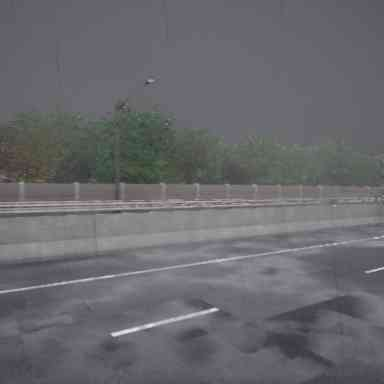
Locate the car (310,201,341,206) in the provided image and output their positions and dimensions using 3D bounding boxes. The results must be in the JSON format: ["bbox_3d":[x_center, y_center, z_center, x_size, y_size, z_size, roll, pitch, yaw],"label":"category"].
[{"bbox_3d":[11.311,1.511,28.350,5.357,1.411,2.033,0,0,-34],"label":"car"}]
